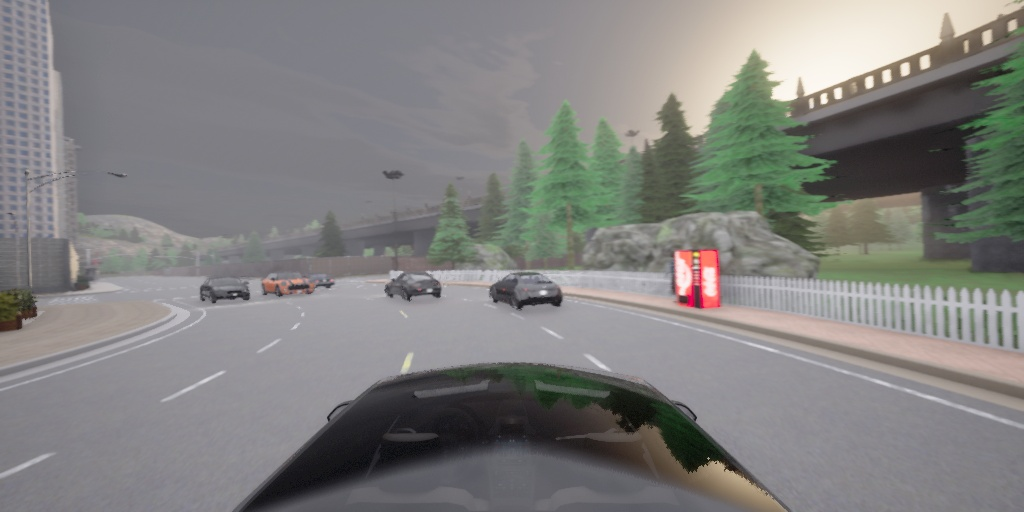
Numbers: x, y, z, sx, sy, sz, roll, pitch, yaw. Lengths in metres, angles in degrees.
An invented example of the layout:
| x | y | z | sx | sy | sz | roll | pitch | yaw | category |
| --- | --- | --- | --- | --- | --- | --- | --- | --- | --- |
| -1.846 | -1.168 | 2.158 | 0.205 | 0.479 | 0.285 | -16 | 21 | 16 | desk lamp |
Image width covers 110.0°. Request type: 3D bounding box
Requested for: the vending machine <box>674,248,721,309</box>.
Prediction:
| x | y | z | sx | sy | sz | roll | pitch | yaw | category |
| --- | --- | --- | --- | --- | --- | --- | --- | --- | --- |
| 6.197 | 0.761 | 11.923 | 1.100 | 2.100 | 0.880 | 0 | 0 | -15 | vending machine |

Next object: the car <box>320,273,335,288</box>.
| x | y | z | sx | sy | sz | roll | pitch | yaw | category |
| --- | --- | --- | --- | --- | --- | --- | --- | --- | --- |
| -17.143 | 2.149 | 30.847 | 5.357 | 1.411 | 2.033 | -3 | 0 | 41 | car |

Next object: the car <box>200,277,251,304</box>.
| x | y | z | sx | sy | sz | roll | pitch | yaw | category |
| --- | --- | --- | --- | --- | --- | --- | --- | --- | --- |
| -17.931 | 2.056 | 22.360 | 4.892 | 1.490 | 1.837 | -2 | 0 | 40 | car |

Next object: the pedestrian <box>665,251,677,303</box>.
| x | y | z | sx | sy | sz | roll | pitch | yaw | category |
| --- | --- | --- | --- | --- | --- | --- | --- | --- | --- |
| 5.752 | 0.727 | 12.584 | 0.375 | 1.860 | 0.375 | -2 | 0 | -16 | pedestrian |

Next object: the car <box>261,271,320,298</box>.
| x | y | z | sx | sy | sz | roll | pitch | yaw | category |
| --- | --- | --- | --- | --- | --- | --- | --- | --- | --- |
| -15.703 | 1.847 | 25.054 | 4.553 | 1.767 | 2.097 | -2 | 0 | 40 | car |

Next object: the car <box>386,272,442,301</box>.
| x | y | z | sx | sy | sz | roll | pitch | yaw | category |
| --- | --- | --- | --- | --- | --- | --- | --- | --- | --- |
| -5.444 | 1.597 | 19.691 | 1.812 | 1.442 | 4.674 | -1 | -1 | -36 | car |

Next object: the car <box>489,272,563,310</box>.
| x | y | z | sx | sy | sz | roll | pitch | yaw | category |
| --- | --- | --- | --- | --- | --- | --- | --- | --- | --- |
| 0.460 | 1.369 | 15.205 | 1.994 | 1.385 | 4.181 | -2 | 0 | -21 | car |
